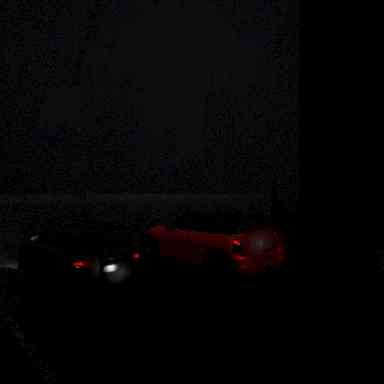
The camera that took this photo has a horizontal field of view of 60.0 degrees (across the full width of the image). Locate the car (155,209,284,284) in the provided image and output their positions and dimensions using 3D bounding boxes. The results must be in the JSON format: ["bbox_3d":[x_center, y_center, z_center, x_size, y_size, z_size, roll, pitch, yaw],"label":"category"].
[{"bbox_3d":[0.358,1.324,9.929,2.097,1.767,4.553,0,0,-39],"label":"car"}]

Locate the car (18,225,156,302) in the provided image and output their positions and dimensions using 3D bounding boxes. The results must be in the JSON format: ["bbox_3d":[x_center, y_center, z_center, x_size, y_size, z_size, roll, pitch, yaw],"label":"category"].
[{"bbox_3d":[-2.954,1.535,8.443,1.994,1.385,4.181,0,0,-39],"label":"car"}]
